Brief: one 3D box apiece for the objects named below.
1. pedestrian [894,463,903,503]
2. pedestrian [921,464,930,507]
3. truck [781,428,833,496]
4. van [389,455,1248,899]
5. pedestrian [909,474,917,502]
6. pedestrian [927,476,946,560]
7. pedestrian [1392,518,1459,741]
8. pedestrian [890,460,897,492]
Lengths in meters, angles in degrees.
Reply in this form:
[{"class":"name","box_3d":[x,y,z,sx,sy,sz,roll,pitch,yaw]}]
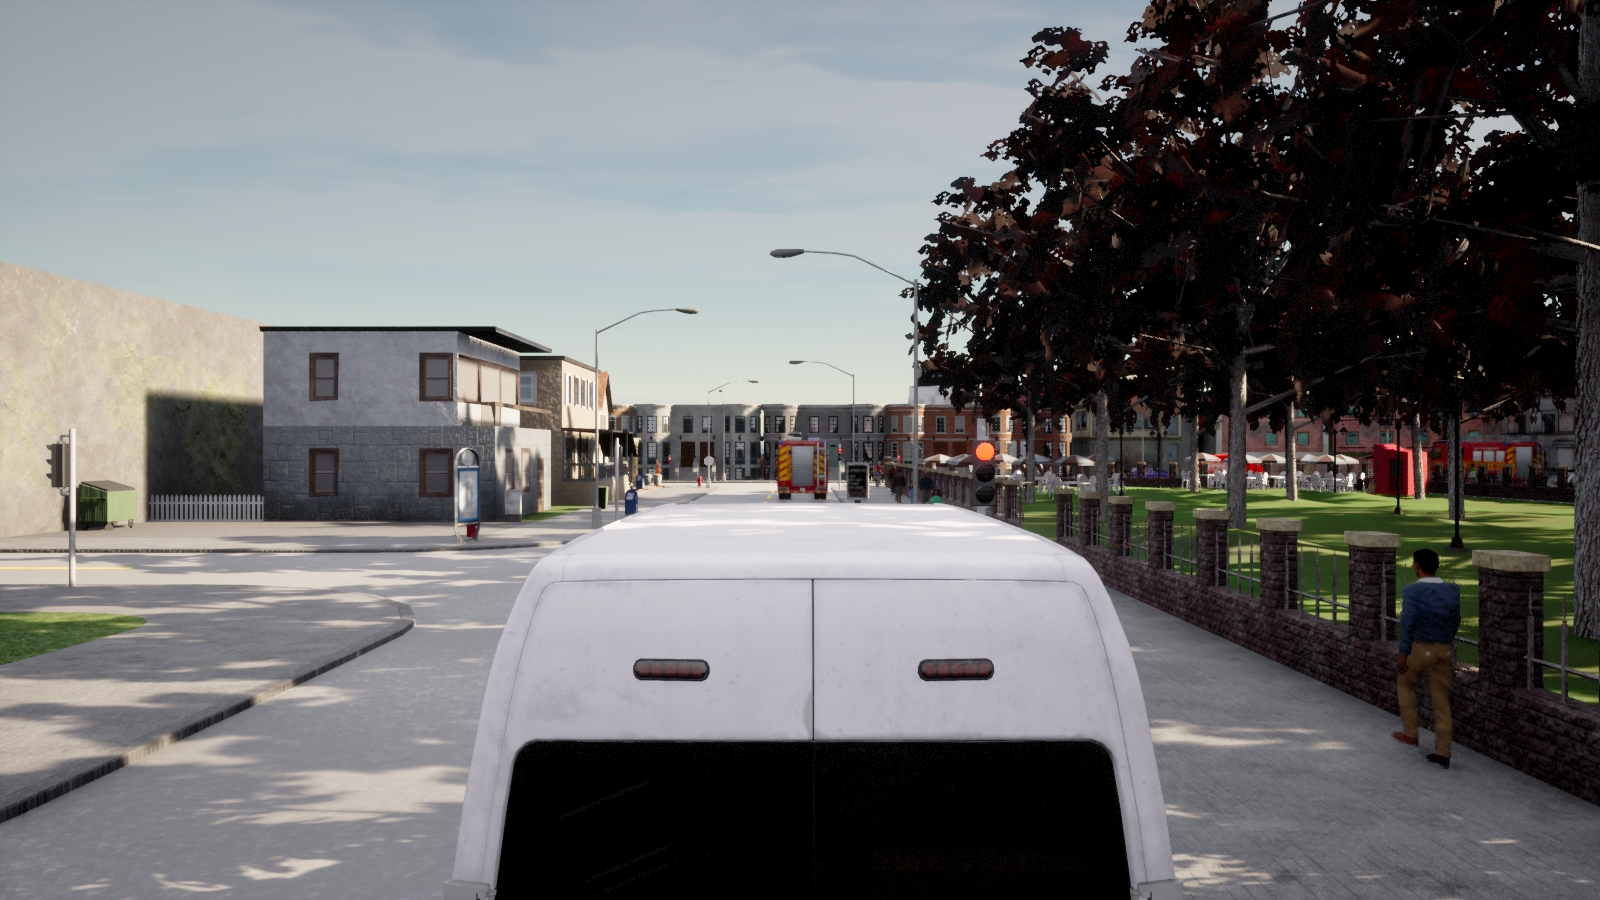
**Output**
[{"class":"pedestrian","box_3d":[4.592,1.525,53.265,0.375,1.860,0.375,0,0,-4]},{"class":"pedestrian","box_3d":[5.424,1.525,49.288,0.375,1.860,0.375,0,0,2]},{"class":"truck","box_3d":[0.406,0.671,68.059,2.891,3.827,8.468,0,0,0]},{"class":"van","box_3d":[0.036,1.314,5.605,1.988,2.561,5.915,0,0,0]},{"class":"pedestrian","box_3d":[5.390,1.805,54.486,0.375,1.300,0.375,0,0,0]},{"class":"pedestrian","box_3d":[3.065,1.525,25.622,0.375,1.860,0.375,0,0,15]},{"class":"pedestrian","box_3d":[5.383,1.526,9.841,0.375,1.860,0.375,0,0,0]},{"class":"pedestrian","box_3d":[5.471,1.525,66.916,0.375,1.860,0.375,0,0,-9]}]
